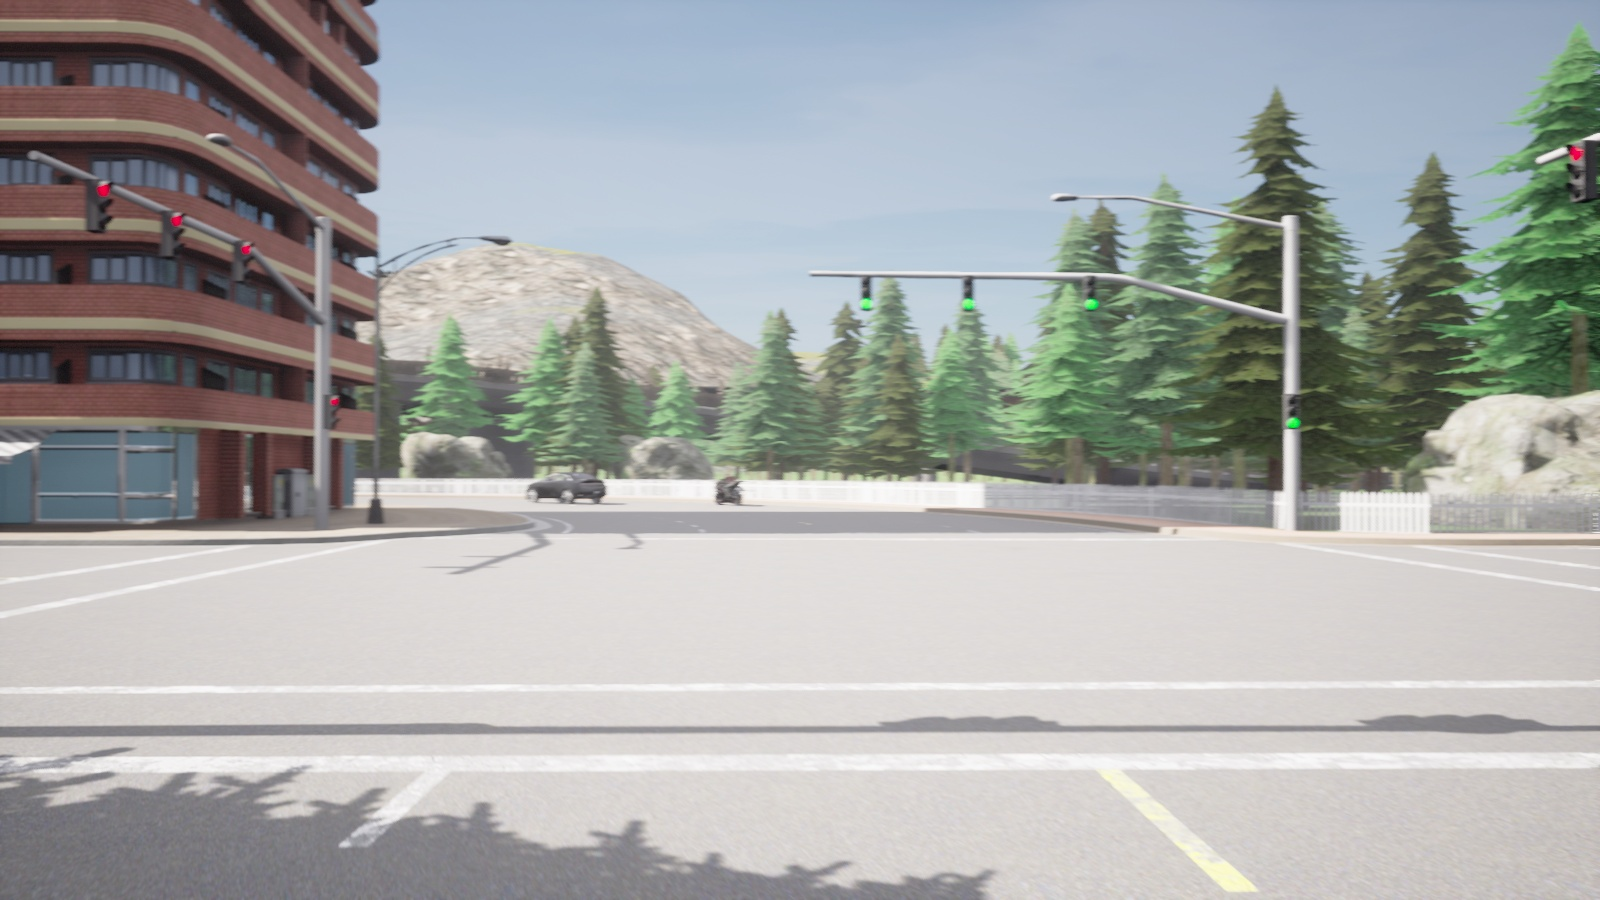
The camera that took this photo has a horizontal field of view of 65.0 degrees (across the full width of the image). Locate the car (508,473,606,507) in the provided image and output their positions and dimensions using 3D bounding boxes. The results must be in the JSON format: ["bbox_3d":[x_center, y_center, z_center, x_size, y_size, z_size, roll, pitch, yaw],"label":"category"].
[{"bbox_3d":[-11.690,1.897,60.247,4.902,1.511,2.128,-1,-1,43],"label":"car"}]

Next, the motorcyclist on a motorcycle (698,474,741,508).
[{"bbox_3d":[-3.656,1.848,56.895,0.866,1.530,2.191,0,-1,-38],"label":"motorcyclist on a motorcycle"}]
